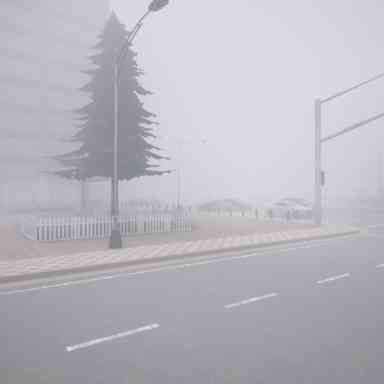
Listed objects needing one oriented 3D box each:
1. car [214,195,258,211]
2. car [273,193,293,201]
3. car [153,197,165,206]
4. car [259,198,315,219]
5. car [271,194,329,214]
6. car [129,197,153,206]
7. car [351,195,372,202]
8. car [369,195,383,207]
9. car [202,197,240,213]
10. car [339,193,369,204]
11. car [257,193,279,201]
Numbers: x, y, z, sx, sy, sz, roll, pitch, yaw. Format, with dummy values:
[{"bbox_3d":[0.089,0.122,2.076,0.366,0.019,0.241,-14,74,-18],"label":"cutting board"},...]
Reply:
[{"bbox_3d":[5.167,1.478,40.058,1.882,1.535,5.008,0,0,-36],"label":"car"},{"bbox_3d":[22.243,1.153,81.796,1.932,1.855,4.605,0,0,-36],"label":"car"},{"bbox_3d":[-6.321,1.525,56.156,1.812,1.442,4.674,0,0,-35],"label":"car"},{"bbox_3d":[8.519,1.526,29.422,1.812,1.442,4.674,0,0,-34],"label":"car"},{"bbox_3d":[10.500,1.352,32.627,2.097,1.767,4.553,0,0,-36],"label":"car"},{"bbox_3d":[-8.497,1.565,53.168,1.994,1.385,4.181,0,0,-35],"label":"car"},{"bbox_3d":[37.899,1.364,74.378,1.784,1.438,3.905,0,0,-36],"label":"car"},{"bbox_3d":[27.334,1.153,45.441,1.932,1.855,4.605,0,0,-36],"label":"car"},{"bbox_3d":[2.941,1.564,37.156,1.994,1.385,4.181,0,0,-36],"label":"car"},{"bbox_3d":[35.502,1.153,72.750,1.932,1.855,4.605,0,0,-36],"label":"car"},{"bbox_3d":[17.728,1.395,78.519,1.970,1.475,3.806,0,0,-36],"label":"car"}]
